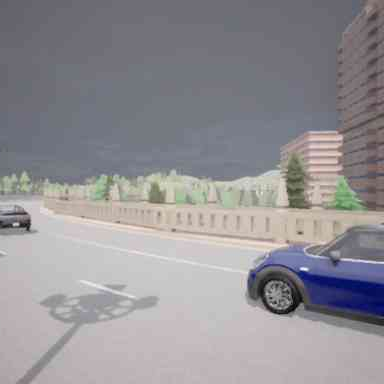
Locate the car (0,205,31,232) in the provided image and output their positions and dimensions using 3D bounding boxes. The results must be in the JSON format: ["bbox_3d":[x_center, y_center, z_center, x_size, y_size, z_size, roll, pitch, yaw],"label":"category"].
[{"bbox_3d":[-10.786,1.477,19.212,2.128,1.511,4.902,0,0,-41],"label":"car"}]

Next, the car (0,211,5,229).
[{"bbox_3d":[-8.665,1.474,11.777,4.902,1.511,2.128,0,0,44],"label":"car"}]

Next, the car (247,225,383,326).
[{"bbox_3d":[3.317,1.382,6.078,4.553,1.767,2.097,0,0,36],"label":"car"}]
